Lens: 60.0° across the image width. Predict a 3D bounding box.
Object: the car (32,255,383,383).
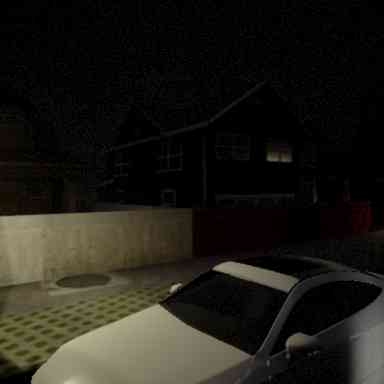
[{"bbox_3d":[0.791,1.516,3.637,4.674,1.442,1.812,0,0,-36],"label":"car"}]
